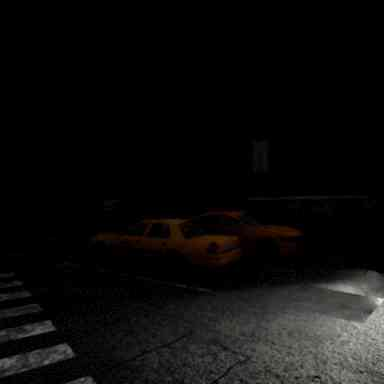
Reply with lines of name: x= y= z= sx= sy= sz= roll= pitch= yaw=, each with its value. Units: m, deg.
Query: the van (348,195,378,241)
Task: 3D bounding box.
van: x=6.206 y=1.135 z=15.644 sx=4.442 sy=1.987 sz=1.878 roll=-1 pitch=0 yaw=34

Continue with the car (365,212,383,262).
car: x=7.566 y=1.397 z=10.000 sx=4.902 sy=1.511 sz=2.128 roll=-1 pitch=1 yaw=-36

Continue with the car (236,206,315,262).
car: x=1.480 y=1.440 z=12.036 sx=5.008 sy=1.535 sz=2.097 roll=-1 pitch=-1 yaw=34

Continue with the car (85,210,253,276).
car: x=-1.091 y=1.473 z=10.354 sx=5.366 sy=1.575 sz=1.946 roll=-1 pitch=0 yaw=34

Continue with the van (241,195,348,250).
van: x=3.789 y=1.176 z=13.866 sx=4.442 sy=1.987 sz=1.878 roll=-1 pitch=0 yaw=34
